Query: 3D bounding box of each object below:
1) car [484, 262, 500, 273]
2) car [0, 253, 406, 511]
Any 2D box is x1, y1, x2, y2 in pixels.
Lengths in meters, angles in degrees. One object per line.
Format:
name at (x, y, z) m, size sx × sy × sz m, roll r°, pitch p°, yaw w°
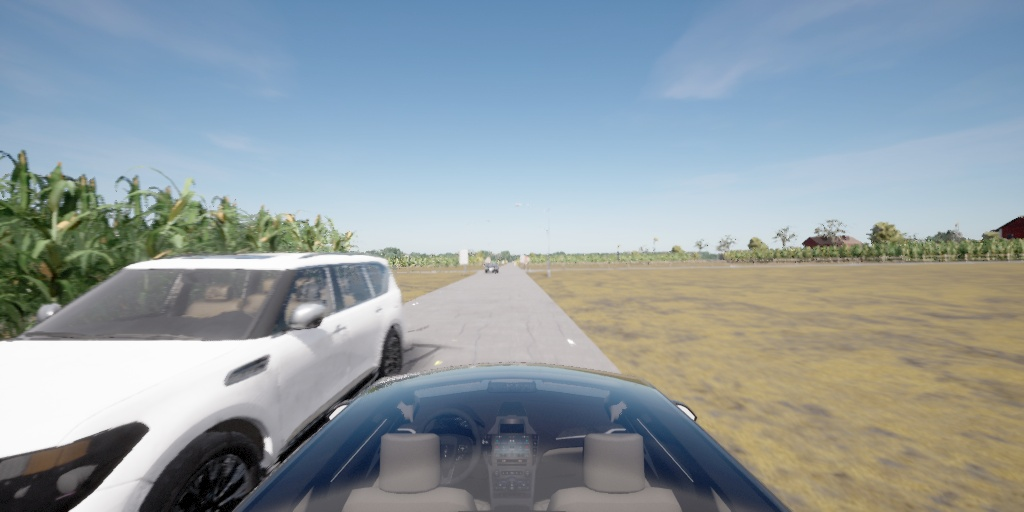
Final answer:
car at (-2.741, 1.614, 49.492) m, size 2.128 × 1.511 × 4.902 m, roll 0°, pitch -1°, yaw 0°
car at (-2.849, 0.975, 3.885) m, size 2.150 × 2.045 × 5.566 m, roll 0°, pitch 0°, yaw 0°
